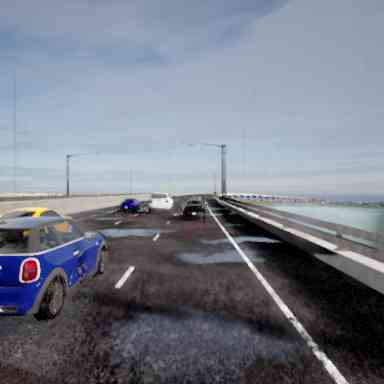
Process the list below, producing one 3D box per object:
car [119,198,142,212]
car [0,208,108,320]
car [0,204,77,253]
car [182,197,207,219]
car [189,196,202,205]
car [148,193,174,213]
[{"bbox_3d":[-6.645,1.365,36.050,1.812,1.442,4.674,0,0,1],"label":"car"},{"bbox_3d":[-3.381,1.318,7.401,2.097,1.767,4.553,0,0,0],"label":"car"},{"bbox_3d":[-6.851,1.411,14.534,1.882,1.535,5.008,0,0,0],"label":"car"},{"bbox_3d":[0.197,1.384,27.596,1.837,1.490,4.892,0,0,1],"label":"car"},{"bbox_3d":[0.551,1.366,52.692,1.895,1.301,4.718,0,0,1],"label":"car"},{"bbox_3d":[-3.167,1.067,34.551,2.150,2.045,5.566,0,0,1],"label":"car"}]
